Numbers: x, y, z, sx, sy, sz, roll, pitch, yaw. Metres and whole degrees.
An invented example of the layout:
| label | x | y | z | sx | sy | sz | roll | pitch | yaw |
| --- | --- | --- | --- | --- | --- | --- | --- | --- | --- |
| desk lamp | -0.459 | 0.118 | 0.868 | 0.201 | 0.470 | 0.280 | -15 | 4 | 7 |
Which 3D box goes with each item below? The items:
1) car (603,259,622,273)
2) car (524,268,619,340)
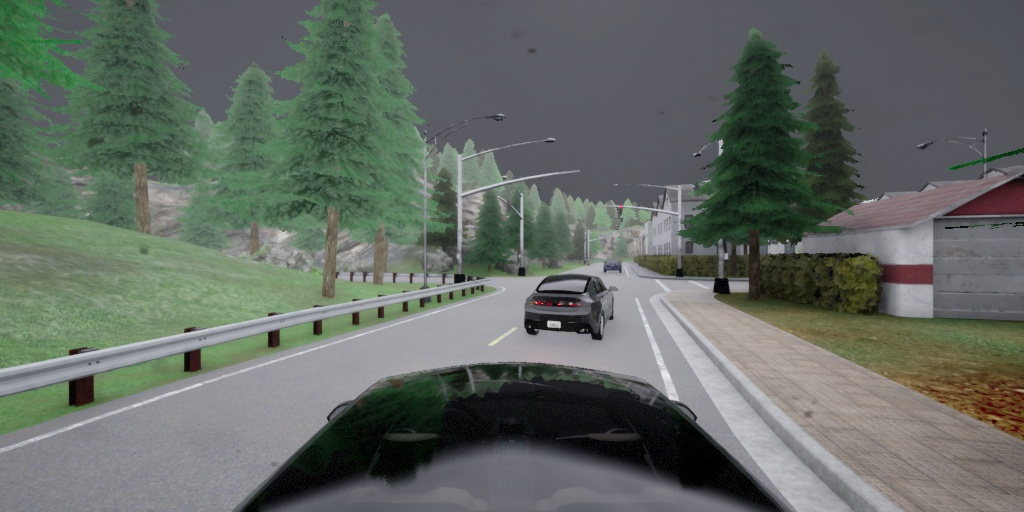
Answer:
| label | x | y | z | sx | sy | sz | roll | pitch | yaw |
| --- | --- | --- | --- | --- | --- | --- | --- | --- | --- |
| car | 12.397 | 1.102 | 44.088 | 2.097 | 1.767 | 4.553 | 0 | 0 | 17 |
| car | 1.785 | 1.255 | 10.130 | 1.837 | 1.490 | 4.892 | 0 | 0 | 21 |
